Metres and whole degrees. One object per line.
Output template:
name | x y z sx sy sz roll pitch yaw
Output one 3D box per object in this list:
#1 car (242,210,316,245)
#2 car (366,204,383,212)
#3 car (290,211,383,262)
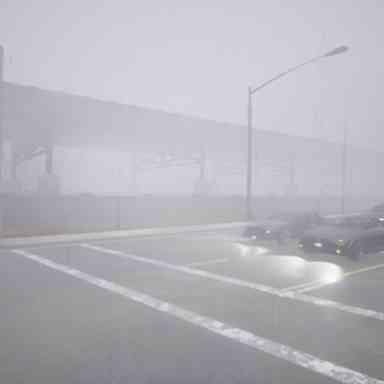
car | 4.888 1.593 16.041 5.357 1.411 2.033 0 0 -35
car | 12.694 1.540 21.515 4.892 1.490 1.837 0 0 -35
car | 5.936 1.608 12.488 4.181 1.385 1.994 0 0 -35
